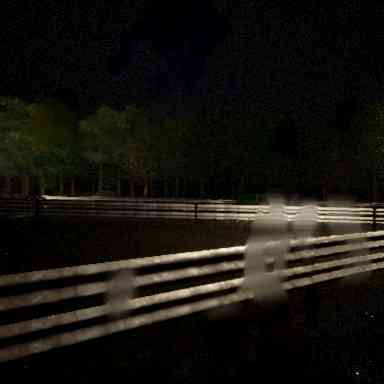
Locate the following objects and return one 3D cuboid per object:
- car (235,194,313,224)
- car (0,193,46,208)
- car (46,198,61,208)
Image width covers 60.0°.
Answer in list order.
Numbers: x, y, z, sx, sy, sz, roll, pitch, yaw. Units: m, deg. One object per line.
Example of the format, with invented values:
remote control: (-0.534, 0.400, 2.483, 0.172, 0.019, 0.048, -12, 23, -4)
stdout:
car: (5.957, 1.165, 24.625, 5.566, 2.045, 2.150, 1, 0, 7)
car: (-16.488, 0.919, 30.817, 4.553, 1.767, 2.097, 1, 0, 7)
car: (-16.011, 1.108, 34.284, 4.892, 1.490, 1.837, 0, 0, 7)
